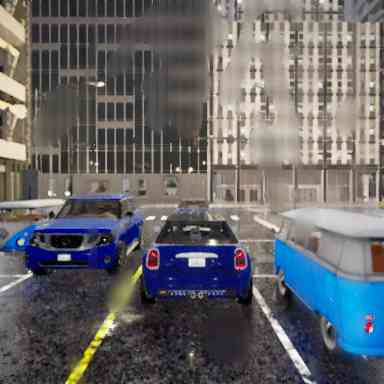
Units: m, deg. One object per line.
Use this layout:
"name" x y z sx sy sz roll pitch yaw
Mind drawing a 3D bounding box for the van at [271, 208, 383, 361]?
"van" 2.558 1.257 5.650 1.690 1.788 3.998 0 1 0

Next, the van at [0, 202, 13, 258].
"van" -5.335 1.175 11.316 1.690 1.788 3.998 0 1 0

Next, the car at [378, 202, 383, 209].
"car" 18.980 1.057 29.072 4.829 1.417 1.752 0 1 0

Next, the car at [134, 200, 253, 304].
"car" 0.083 1.234 8.022 2.097 1.767 4.553 0 1 0

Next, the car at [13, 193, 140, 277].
"car" -2.829 1.074 10.157 2.150 2.045 5.566 0 1 0

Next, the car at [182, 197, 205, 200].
"car" 0.085 1.089 18.048 2.097 1.767 4.553 0 1 0
